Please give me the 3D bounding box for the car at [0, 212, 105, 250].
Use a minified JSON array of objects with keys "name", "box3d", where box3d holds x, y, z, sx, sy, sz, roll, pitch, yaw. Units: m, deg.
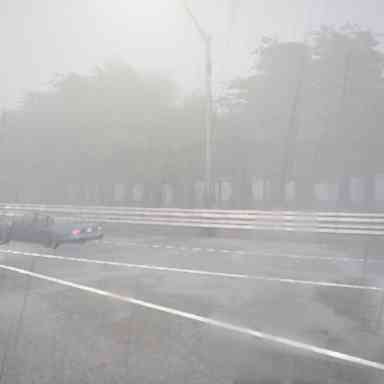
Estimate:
[{"name":"car","box3d":[-6.304,1.559,14.324,5.357,1.411,2.033,0,0,27]}]
